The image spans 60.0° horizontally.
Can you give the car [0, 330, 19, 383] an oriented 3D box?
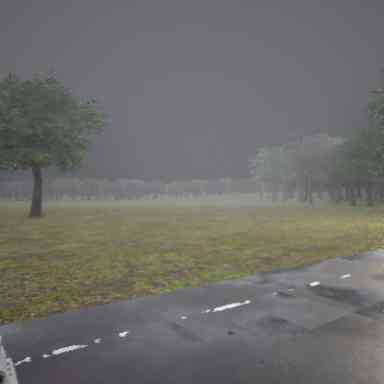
[{"bbox_3d":[-3.441,1.528,1.554,4.674,1.442,1.812,0,0,-35],"label":"car"}]
